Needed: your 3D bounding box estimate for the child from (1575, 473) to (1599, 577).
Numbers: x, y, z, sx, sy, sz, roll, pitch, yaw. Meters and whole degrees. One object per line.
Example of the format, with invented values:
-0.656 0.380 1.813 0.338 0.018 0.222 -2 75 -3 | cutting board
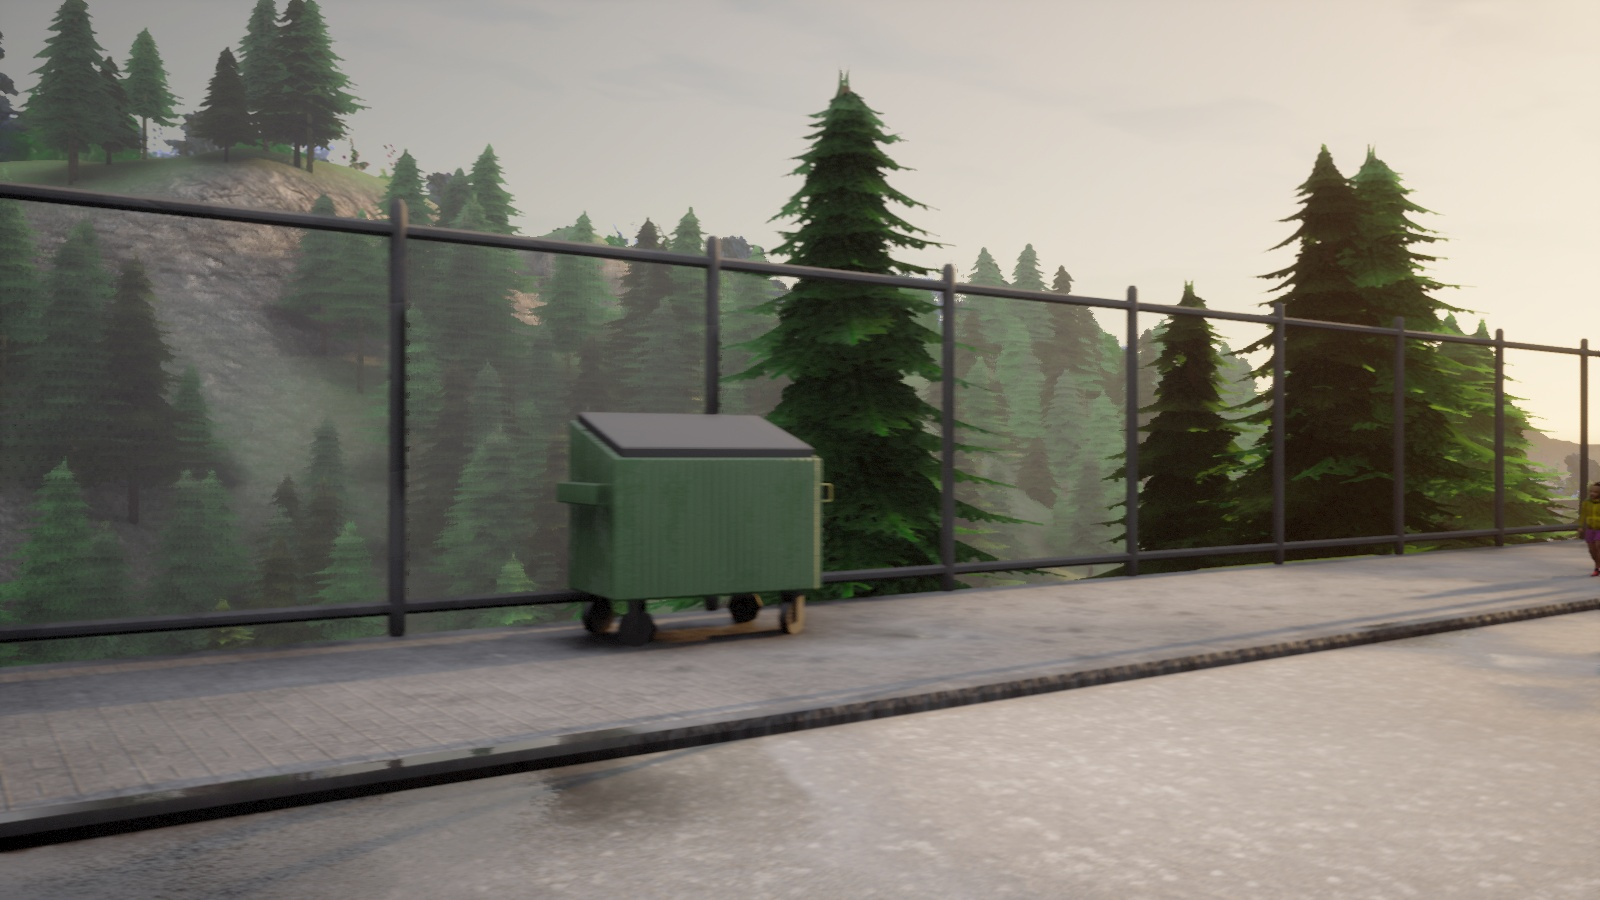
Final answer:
9.170 0.851 14.413 0.473 1.160 0.299 0 0 -33 | child
